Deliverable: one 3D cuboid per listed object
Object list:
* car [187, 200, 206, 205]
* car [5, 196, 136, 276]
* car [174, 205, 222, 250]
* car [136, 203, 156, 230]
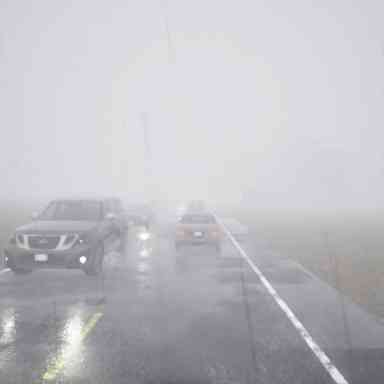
[{"bbox_3d":[0.454,1.501,33.338,2.033,1.411,5.357,1,0,1],"label":"car"},{"bbox_3d":[-3.467,1.165,10.490,2.150,2.045,5.566,1,0,1],"label":"car"},{"bbox_3d":[0.282,1.528,14.231,2.033,1.411,5.357,1,0,2],"label":"car"},{"bbox_3d":[-3.327,1.455,20.854,1.812,1.442,4.674,1,0,1],"label":"car"}]
